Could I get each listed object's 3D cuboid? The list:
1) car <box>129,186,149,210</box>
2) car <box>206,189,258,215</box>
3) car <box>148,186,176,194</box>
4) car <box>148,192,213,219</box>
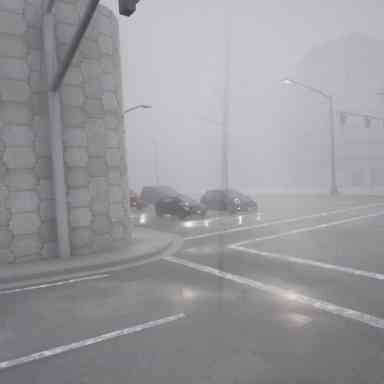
[{"bbox_3d":[-6.533,0.666,30.793,2.150,2.045,5.566,-5,3,-35],"label":"car"},{"bbox_3d":[2.548,0.564,24.002,2.097,1.767,4.553,-5,3,-35],"label":"car"},{"bbox_3d":[-2.991,0.431,31.830,2.150,2.045,5.566,-5,3,-35],"label":"car"},{"bbox_3d":[-0.919,0.971,22.882,1.812,1.442,4.674,-5,3,-35],"label":"car"}]
